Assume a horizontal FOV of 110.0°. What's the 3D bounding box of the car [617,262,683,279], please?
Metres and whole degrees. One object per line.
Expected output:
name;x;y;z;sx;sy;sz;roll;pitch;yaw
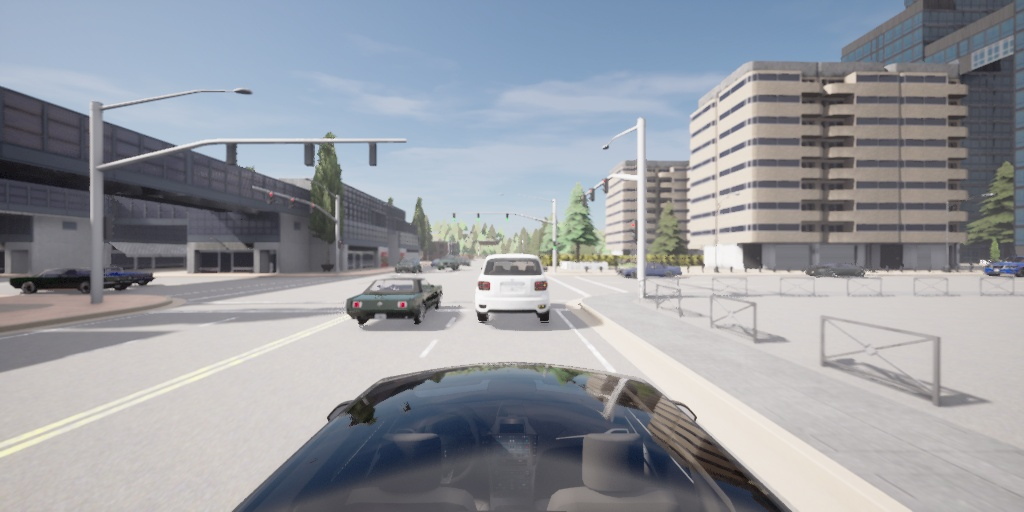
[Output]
car;12.170;1.246;31.776;5.357;1.411;2.033;0;0;-2

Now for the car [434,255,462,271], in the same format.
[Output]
car;-8.290;0.897;47.039;2.150;2.045;5.566;0;0;-1

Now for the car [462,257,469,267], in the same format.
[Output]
car;-8.659;0.999;64.637;2.097;1.767;4.553;0;0;-1

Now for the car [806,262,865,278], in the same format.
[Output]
car;29.000;1.260;32.240;4.181;1.385;1.994;0;0;-2

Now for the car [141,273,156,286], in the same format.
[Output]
car;-25.876;1.319;22.861;4.718;1.301;1.895;0;0;-1

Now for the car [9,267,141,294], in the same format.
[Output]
car;-23.603;1.325;19.409;4.718;1.301;1.895;0;0;-1

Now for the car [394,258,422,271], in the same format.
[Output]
car;-11.493;1.040;39.907;2.097;1.767;4.553;0;0;-2

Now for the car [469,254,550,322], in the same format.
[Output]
car;0.090;0.956;12.285;2.150;2.045;5.566;0;0;2

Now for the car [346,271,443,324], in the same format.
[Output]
car;-3.557;1.335;11.848;1.895;1.301;4.718;0;0;-1

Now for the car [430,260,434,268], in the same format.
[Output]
car;-12.046;1.183;58.678;1.812;1.442;4.674;0;0;-1

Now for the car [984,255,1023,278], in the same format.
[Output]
car;46.769;0.968;32.641;5.566;2.045;2.150;0;0;-2
